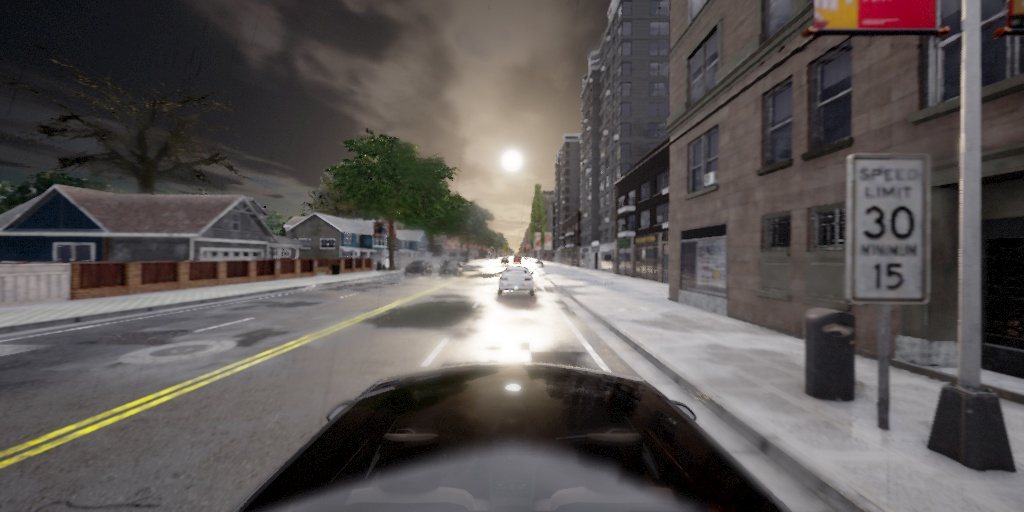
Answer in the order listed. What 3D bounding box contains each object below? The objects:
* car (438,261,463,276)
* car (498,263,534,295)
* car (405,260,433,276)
[{"bbox_3d":[-6.021,1.255,35.792,1.837,1.490,4.892,1,0,1],"label":"car"},{"bbox_3d":[0.241,1.287,19.684,1.812,1.442,4.674,1,0,1],"label":"car"},{"bbox_3d":[-9.267,1.153,36.040,1.882,1.535,5.008,1,0,1],"label":"car"}]
